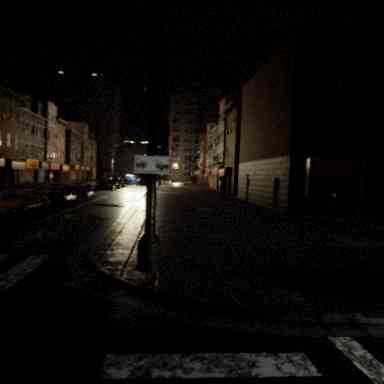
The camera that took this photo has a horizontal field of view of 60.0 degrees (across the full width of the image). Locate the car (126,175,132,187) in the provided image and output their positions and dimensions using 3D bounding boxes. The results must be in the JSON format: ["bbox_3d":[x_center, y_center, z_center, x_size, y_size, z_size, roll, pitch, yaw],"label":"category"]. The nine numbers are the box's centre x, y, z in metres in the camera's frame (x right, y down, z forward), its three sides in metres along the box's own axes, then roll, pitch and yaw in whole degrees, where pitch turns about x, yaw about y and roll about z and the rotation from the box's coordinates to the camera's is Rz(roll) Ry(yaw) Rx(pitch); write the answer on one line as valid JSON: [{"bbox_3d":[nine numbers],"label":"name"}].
[{"bbox_3d":[-10.512,-1.567,48.285,2.192,1.841,5.009,2,3,-5],"label":"car"}]

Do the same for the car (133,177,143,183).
[{"bbox_3d":[-13.300,-3.070,81.770,1.947,1.339,4.313,2,3,-5],"label":"car"}]

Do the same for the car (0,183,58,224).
[{"bbox_3d":[-7.733,0.444,14.657,1.752,1.417,4.829,3,3,-5],"label":"car"}]

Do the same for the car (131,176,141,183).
[{"bbox_3d":[-12.821,-2.812,76.020,1.752,1.417,4.829,2,3,-5],"label":"car"}]

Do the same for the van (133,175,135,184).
[{"bbox_3d":[-11.438,-2.129,59.443,1.690,1.788,3.998,2,3,-5],"label":"van"}]

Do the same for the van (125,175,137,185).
[{"bbox_3d":[-11.901,-2.422,65.022,1.690,1.788,3.998,2,3,-5],"label":"van"}]

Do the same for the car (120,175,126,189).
[{"bbox_3d":[-10.055,-1.146,42.712,1.967,1.590,4.097,2,3,-5],"label":"car"}]

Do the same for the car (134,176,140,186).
[{"bbox_3d":[-8.611,-1.695,58.293,1.895,1.301,4.718,2,3,-5],"label":"car"}]

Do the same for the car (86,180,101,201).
[{"bbox_3d":[-8.674,-0.112,25.985,1.802,1.307,4.206,2,3,-5],"label":"car"}]

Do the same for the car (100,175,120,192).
[{"bbox_3d":[-9.593,-0.850,37.134,1.967,1.590,4.097,2,3,-5],"label":"car"}]

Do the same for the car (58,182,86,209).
[{"bbox_3d":[-8.210,0.152,20.405,1.887,1.381,4.507,3,3,-5],"label":"car"}]
